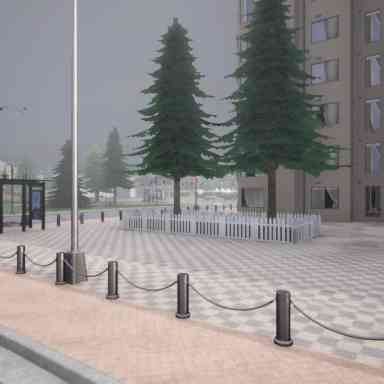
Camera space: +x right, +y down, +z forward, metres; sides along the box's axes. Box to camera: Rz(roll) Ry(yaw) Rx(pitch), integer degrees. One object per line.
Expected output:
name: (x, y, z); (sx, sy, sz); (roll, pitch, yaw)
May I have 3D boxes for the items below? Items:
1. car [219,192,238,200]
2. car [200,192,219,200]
car: (9.519, 1.374, 84.721); (3.633, 1.501, 1.845); (0, 0, 35)
car: (5.155, 1.384, 91.423); (3.806, 1.475, 1.970); (0, 0, 35)
